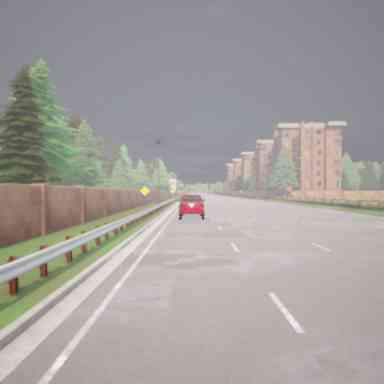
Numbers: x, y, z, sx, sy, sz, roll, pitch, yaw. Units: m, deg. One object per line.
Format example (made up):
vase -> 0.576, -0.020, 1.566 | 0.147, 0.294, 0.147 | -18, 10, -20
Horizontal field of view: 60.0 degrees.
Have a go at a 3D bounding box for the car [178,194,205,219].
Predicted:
car -> -0.026, 1.208, 29.201 | 2.150, 2.045, 5.566 | 0, 0, 0

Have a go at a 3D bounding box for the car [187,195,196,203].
car -> -0.137, 1.468, 70.120 | 1.837, 1.490, 4.892 | 0, 0, 0
